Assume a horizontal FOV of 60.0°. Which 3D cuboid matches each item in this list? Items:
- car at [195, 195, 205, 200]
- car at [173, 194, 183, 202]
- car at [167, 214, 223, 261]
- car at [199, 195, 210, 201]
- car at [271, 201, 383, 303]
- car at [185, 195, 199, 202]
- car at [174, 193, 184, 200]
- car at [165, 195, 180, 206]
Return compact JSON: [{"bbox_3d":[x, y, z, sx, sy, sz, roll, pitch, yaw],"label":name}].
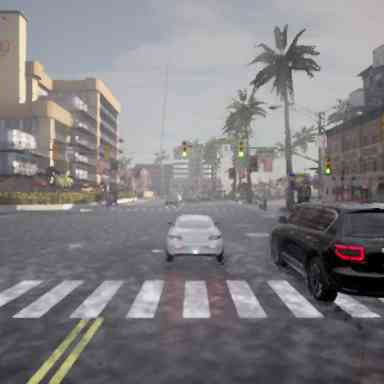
[{"bbox_3d":[2.132,1.577,93.825,1.837,1.490,4.892,0,0,-12],"label":"car"},{"bbox_3d":[-3.486,1.602,66.559,2.033,1.411,5.357,0,0,0],"label":"car"},{"bbox_3d":[0.069,1.536,12.224,1.812,1.442,4.674,0,0,-1],"label":"car"},{"bbox_3d":[3.375,1.424,83.768,2.097,1.767,4.553,0,0,-4],"label":"car"},{"bbox_3d":[3.599,1.231,8.378,2.150,2.045,5.566,0,0,0],"label":"car"},{"bbox_3d":[0.016,1.590,78.984,2.128,1.511,4.902,0,0,0],"label":"car"},{"bbox_3d":[-3.486,1.288,76.929,2.150,2.045,5.566,0,0,0],"label":"car"},{"bbox_3d":[-3.488,1.610,56.381,1.994,1.385,4.181,0,0,0],"label":"car"}]
